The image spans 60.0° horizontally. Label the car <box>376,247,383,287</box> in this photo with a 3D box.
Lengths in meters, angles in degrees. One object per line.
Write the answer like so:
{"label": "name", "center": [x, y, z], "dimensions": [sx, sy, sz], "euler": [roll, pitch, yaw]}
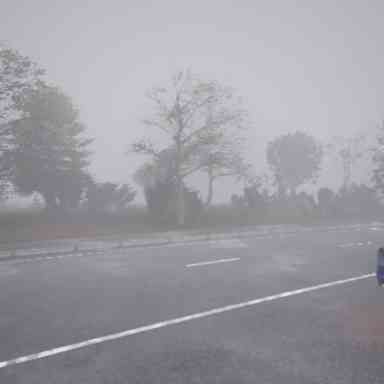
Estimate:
{"label": "car", "center": [6.274, 1.481, 7.511], "dimensions": [5.008, 1.535, 1.882], "euler": [0, 0, -31]}
